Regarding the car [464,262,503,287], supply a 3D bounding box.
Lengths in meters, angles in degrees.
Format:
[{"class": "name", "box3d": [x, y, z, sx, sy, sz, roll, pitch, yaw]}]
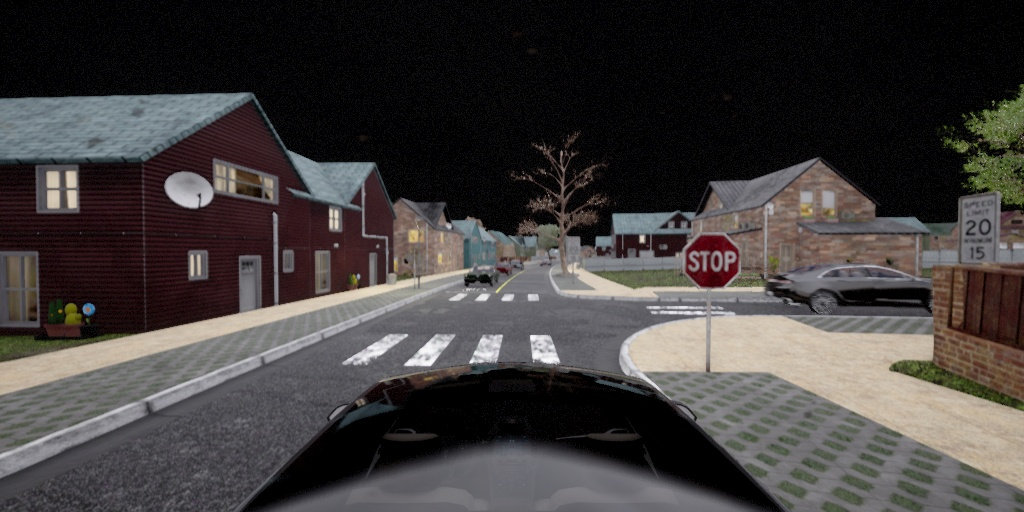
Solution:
[{"class": "car", "box3d": [-1.950, 1.284, 24.176, 1.895, 1.301, 4.718, 0, 0, 4]}]

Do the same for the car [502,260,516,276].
[{"class": "car", "box3d": [-1.015, 1.252, 35.154, 1.895, 1.301, 4.718, 0, 0, 6]}]

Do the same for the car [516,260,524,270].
[{"class": "car", "box3d": [0.522, 1.178, 47.931, 1.994, 1.385, 4.181, 0, 0, 8]}]

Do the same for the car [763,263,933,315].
[{"class": "car", "box3d": [10.773, 0.959, 11.162, 4.902, 1.511, 2.128, -1, 0, 13]}]
